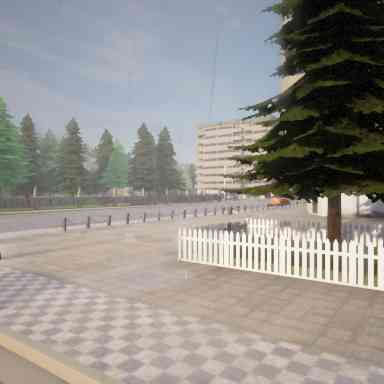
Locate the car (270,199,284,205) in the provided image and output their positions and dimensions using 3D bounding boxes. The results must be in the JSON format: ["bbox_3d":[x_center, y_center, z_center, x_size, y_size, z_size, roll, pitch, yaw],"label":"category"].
[{"bbox_3d":[14.962,1.353,56.233,2.097,1.767,4.553,0,0,36],"label":"car"}]
